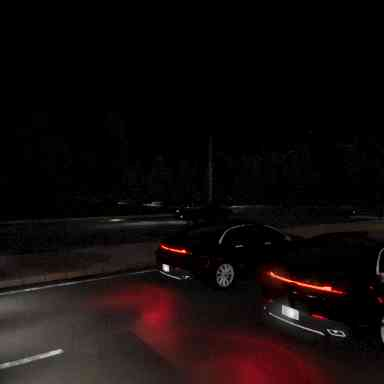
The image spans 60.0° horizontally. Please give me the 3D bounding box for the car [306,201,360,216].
[{"bbox_3d":[13.738,1.601,32.609,1.895,1.301,4.718,0,0,-35],"label":"car"}]

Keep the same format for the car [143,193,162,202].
[{"bbox_3d":[-9.302,1.193,77.865,2.150,2.045,5.566,0,0,-35],"label":"car"}]

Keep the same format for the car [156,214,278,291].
[{"bbox_3d":[1.380,1.505,9.079,4.892,1.490,1.837,0,0,-35],"label":"car"}]

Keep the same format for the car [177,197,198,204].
[{"bbox_3d":[-0.977,1.601,65.914,1.895,1.301,4.718,0,0,-35],"label":"car"}]

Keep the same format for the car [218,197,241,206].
[{"bbox_3d":[6.180,1.526,55.632,1.812,1.442,4.674,0,0,-35],"label":"car"}]

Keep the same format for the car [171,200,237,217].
[{"bbox_3d":[1.025,1.601,27.043,4.718,1.301,1.895,0,0,-35],"label":"car"}]

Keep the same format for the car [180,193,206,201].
[{"bbox_3d":[-0.050,1.221,52.273,2.150,2.045,5.566,0,0,-36],"label":"car"}]

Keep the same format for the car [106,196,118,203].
[{"bbox_3d":[-17.403,1.520,71.128,2.128,1.511,4.902,0,0,-35],"label":"car"}]

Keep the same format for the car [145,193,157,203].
[{"bbox_3d":[-9.279,1.505,65.575,1.837,1.490,4.892,0,0,-34],"label":"car"}]

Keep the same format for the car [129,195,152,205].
[{"bbox_3d":[-9.541,1.601,59.783,1.895,1.301,4.718,0,0,-35],"label":"car"}]

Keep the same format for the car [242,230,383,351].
[{"bbox_3d":[3.412,1.505,6.230,4.892,1.490,1.837,0,0,-35],"label":"car"}]

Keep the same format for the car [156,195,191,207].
[{"bbox_3d":[-2.815,1.547,50.136,2.033,1.411,5.357,0,0,-35],"label":"car"}]
